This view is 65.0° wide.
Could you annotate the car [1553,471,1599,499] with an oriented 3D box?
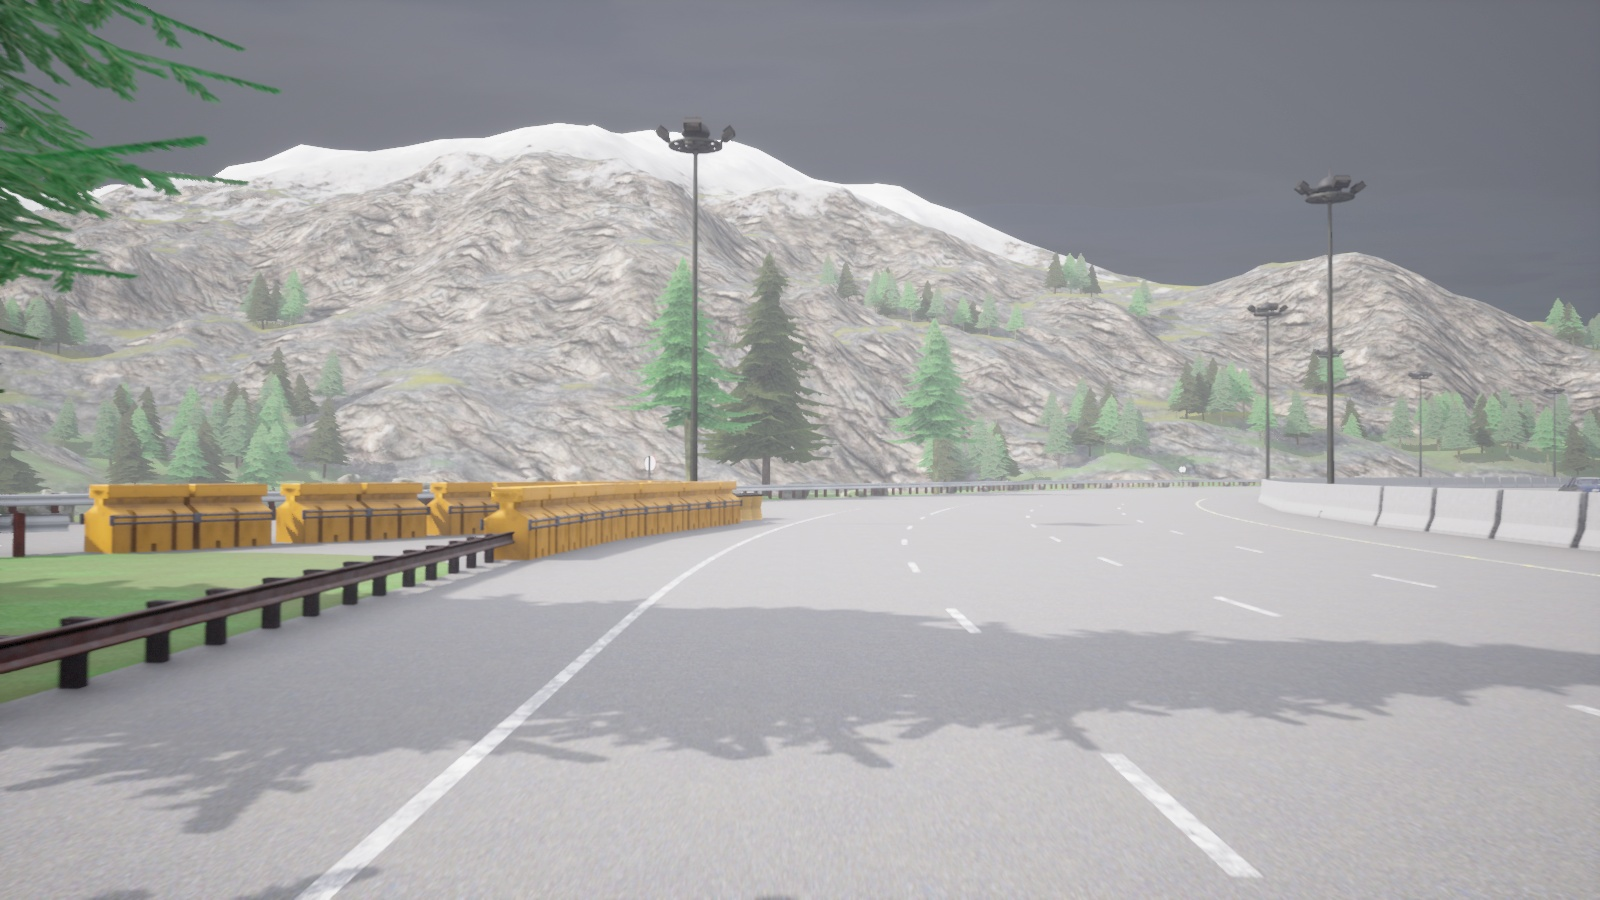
[{"bbox_3d":[41.569,1.811,66.597,2.033,1.411,5.357,-1,-1,22],"label":"car"}]
